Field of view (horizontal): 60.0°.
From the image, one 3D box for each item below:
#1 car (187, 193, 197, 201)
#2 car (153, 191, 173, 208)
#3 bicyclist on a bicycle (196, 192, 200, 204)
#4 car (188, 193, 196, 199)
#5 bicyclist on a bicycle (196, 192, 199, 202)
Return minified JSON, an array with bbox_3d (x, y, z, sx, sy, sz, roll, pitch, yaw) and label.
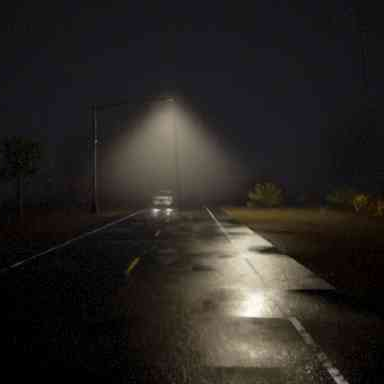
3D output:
[{"bbox_3d":[-0.009,1.003,66.668,1.994,1.385,4.181,0,1,0],"label":"car"},{"bbox_3d":[-3.594,0.888,41.983,2.150,2.045,5.566,0,1,0],"label":"car"},{"bbox_3d":[0.955,1.049,50.031,0.582,1.620,1.656,0,0,0],"label":"bicyclist on a bicycle"},{"bbox_3d":[-0.010,0.879,77.825,1.994,1.385,4.181,0,1,0],"label":"car"},{"bbox_3d":[0.956,0.887,58.496,0.659,1.776,1.843,0,1,0],"label":"bicyclist on a bicycle"}]
